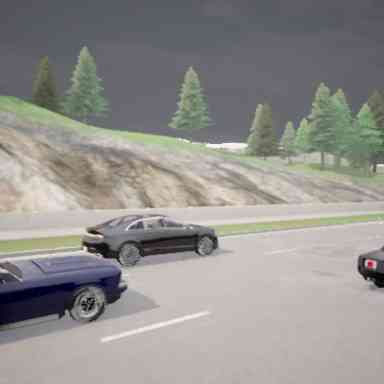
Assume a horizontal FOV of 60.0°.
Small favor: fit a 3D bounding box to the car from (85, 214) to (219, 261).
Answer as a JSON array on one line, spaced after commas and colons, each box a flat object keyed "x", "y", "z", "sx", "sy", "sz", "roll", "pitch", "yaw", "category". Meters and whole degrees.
[{"x": -1.253, "y": 1.506, "z": 11.447, "sx": 4.902, "sy": 1.511, "sz": 2.128, "roll": 0, "pitch": 0, "yaw": -36, "category": "car"}]

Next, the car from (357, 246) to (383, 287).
[{"x": 6.120, "y": 1.629, "z": 8.112, "sx": 4.718, "sy": 1.301, "sz": 1.895, "roll": 0, "pitch": 0, "yaw": -36, "category": "car"}]

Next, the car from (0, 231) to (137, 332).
[{"x": -3.534, "y": 1.600, "z": 5.515, "sx": 4.718, "sy": 1.301, "sz": 1.895, "roll": 0, "pitch": 0, "yaw": -36, "category": "car"}]
